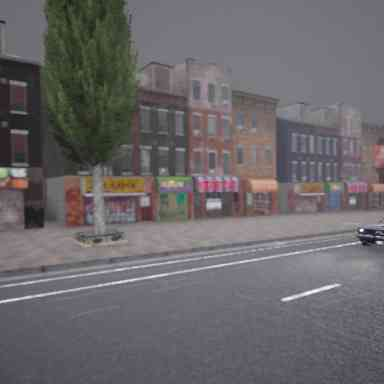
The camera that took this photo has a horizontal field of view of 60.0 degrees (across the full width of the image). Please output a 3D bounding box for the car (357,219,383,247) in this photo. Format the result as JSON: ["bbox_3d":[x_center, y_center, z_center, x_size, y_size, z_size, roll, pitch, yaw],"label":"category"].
[{"bbox_3d":[8.957,1.621,13.954,4.718,1.301,1.895,0,0,-35],"label":"car"}]
